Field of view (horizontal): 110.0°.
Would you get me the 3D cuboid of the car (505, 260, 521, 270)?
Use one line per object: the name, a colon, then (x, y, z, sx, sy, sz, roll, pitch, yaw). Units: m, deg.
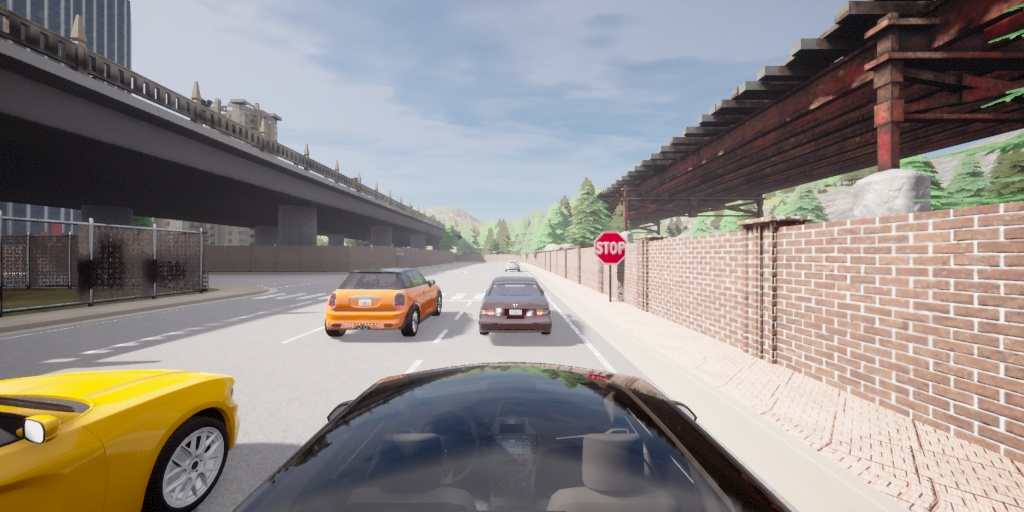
car: (0.067, 1.276, 46.348, 1.812, 1.442, 4.674, 0, 0, -1)

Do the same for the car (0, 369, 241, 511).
car: (-3.398, 1.228, 1.205, 1.882, 1.535, 5.008, 0, 0, 0)

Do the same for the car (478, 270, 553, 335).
car: (0.078, 1.297, 10.485, 2.033, 1.411, 5.357, 0, 0, 0)

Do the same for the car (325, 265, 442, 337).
car: (-3.423, 1.102, 10.463, 2.097, 1.767, 4.553, 0, 0, 0)
